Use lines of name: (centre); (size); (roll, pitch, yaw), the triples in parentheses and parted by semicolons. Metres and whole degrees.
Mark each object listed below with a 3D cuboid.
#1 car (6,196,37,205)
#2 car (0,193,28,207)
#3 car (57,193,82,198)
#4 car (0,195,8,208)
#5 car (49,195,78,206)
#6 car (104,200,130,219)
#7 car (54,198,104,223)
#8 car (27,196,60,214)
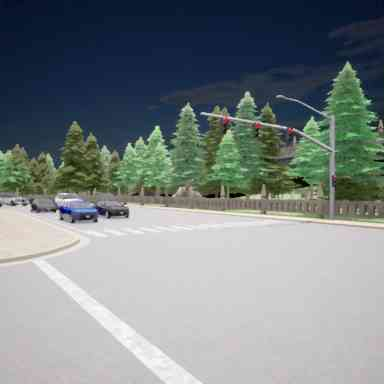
car: (-30.239, 1.464, 58.878); (4.892, 1.490, 1.837); (0, 0, 15)
car: (-27.229, 1.231, 50.172); (5.566, 2.045, 2.150); (0, 0, 26)
car: (-14.616, 1.174, 39.672); (2.150, 2.045, 5.566); (0, 1, -38)
car: (-28.786, 1.515, 47.037); (4.892, 1.490, 1.837); (0, 0, 26)
car: (-21.108, 1.319, 54.560); (4.553, 1.767, 2.097); (0, 0, 31)
car: (-7.146, 1.441, 29.138); (1.882, 1.535, 5.008); (0, 0, -35)
car: (-8.636, 1.435, 25.135); (1.882, 1.535, 5.008); (0, 0, -34)
car: (-15.739, 1.458, 35.277); (1.837, 1.490, 4.892); (0, 1, -36)
